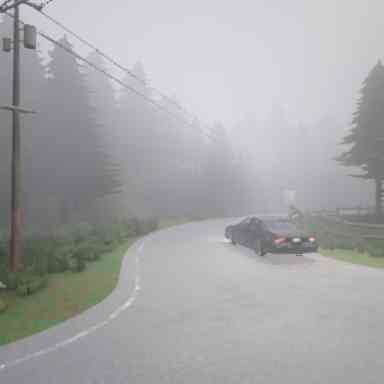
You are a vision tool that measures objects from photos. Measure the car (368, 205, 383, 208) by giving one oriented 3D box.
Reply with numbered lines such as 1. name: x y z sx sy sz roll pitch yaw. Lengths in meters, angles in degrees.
1. car: 24.370 1.992 42.439 4.181 1.385 1.994 0 -1 -28

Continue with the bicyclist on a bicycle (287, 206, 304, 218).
1. bicyclist on a bicycle: 6.611 1.692 21.217 1.656 1.620 0.582 -1 -1 15

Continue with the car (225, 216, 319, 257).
1. car: 3.007 1.715 13.780 2.033 1.411 5.357 0 -1 -13
